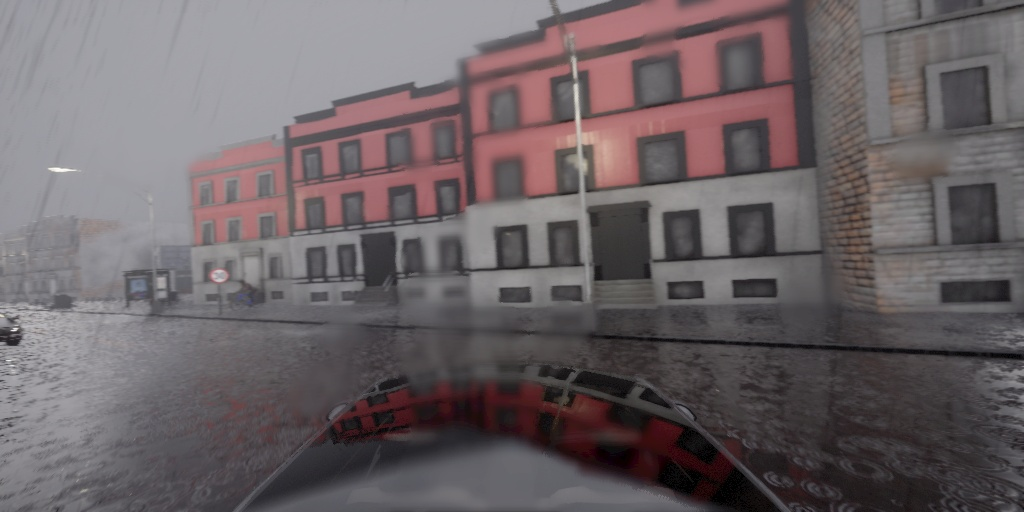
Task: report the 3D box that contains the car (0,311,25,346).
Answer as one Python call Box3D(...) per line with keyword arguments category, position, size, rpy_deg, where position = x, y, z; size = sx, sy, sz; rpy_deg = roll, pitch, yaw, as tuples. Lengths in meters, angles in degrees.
Box3D(category="car", position=(-19.377, 2.550, 12.684), size=(5.357, 1.411, 2.033), rpy_deg=(-4, -1, 28))

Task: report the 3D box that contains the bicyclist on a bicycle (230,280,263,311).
Box3D(category="bicyclist on a bicycle", position=(-14.522, 2.117, 19.616), size=(0.582, 1.620, 1.656), rpy_deg=(-4, 0, 28))
